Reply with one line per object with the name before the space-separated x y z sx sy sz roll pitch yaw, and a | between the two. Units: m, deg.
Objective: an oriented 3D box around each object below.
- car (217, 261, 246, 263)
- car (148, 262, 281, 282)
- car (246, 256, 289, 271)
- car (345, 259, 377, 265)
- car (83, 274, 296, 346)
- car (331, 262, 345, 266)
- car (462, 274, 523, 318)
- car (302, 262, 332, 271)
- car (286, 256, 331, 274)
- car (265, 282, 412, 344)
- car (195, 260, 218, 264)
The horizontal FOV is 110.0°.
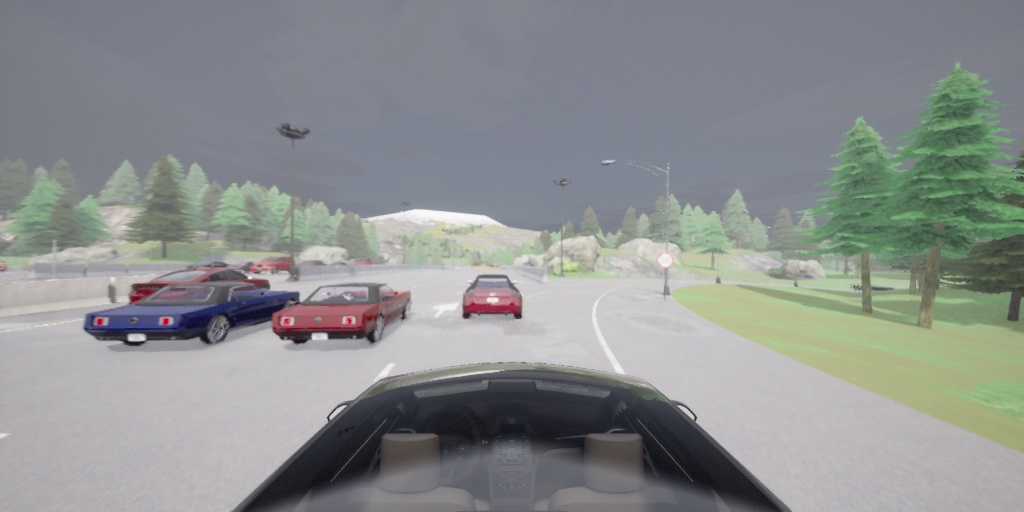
car | -30.231 1.303 40.463 1.812 1.442 4.674 1 -1 -2
car | -11.251 1.182 13.481 1.882 1.535 5.008 0 0 -3
car | -26.730 1.037 40.491 2.150 2.045 5.566 1 -1 -2
car | -23.932 1.429 57.318 2.150 2.045 5.566 1 -1 -1
car | -7.506 1.320 9.279 1.895 1.301 4.718 0 0 -3
car | -27.402 1.654 56.373 1.837 1.490 4.892 1 -1 -2
car | -0.706 1.351 13.051 1.994 1.385 4.181 1 -1 -3
car | -30.910 1.677 56.941 2.033 1.411 5.357 1 -1 -2
car | -23.254 1.223 41.164 2.097 1.767 4.553 1 -1 -2
car | -4.013 1.335 9.468 1.895 1.301 4.718 0 0 -3
car | -33.711 1.205 40.005 1.882 1.535 5.008 1 -1 -2
